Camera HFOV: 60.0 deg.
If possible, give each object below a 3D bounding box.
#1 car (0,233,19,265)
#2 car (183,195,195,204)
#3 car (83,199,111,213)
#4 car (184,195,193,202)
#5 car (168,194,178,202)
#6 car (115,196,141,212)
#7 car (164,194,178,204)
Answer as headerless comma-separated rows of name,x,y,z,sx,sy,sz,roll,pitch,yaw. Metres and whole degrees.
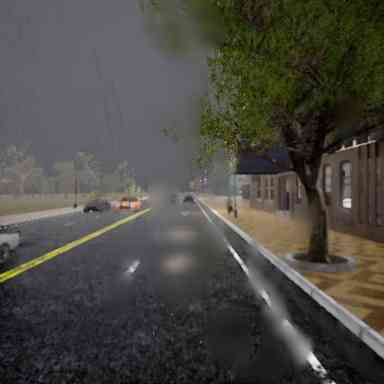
car,-6.671,1.591,8.841,1.895,1.301,4.718,0,0,0
car,-0.574,1.295,58.099,1.837,1.490,4.892,0,0,-1
car,-10.099,1.495,35.888,2.033,1.411,5.357,0,0,-1
car,-0.679,1.230,68.548,1.895,1.301,4.718,0,0,-1
car,-3.929,1.123,68.484,1.882,1.535,5.008,0,0,-1
car,-6.850,1.286,35.950,2.097,1.767,4.553,0,0,-1
car,-3.823,1.348,58.067,2.033,1.411,5.357,0,0,-1
